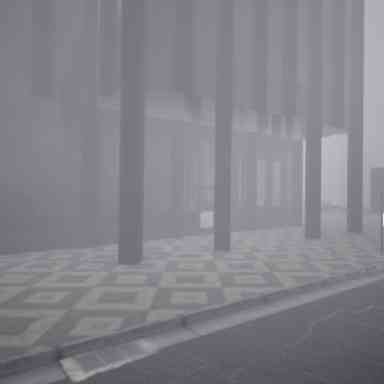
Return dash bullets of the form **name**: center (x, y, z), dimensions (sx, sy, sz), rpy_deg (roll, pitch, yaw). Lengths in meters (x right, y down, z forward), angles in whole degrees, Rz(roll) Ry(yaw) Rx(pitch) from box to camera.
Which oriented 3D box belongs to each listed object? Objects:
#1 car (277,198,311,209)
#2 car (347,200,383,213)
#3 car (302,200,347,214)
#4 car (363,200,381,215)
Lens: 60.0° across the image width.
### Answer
- **car**: center (14.675, 1.602, 48.059), dimensions (1.887, 1.381, 4.507), rpy_deg (1, -1, -36)
- **car**: center (20.974, 1.629, 39.289), dimensions (2.008, 1.369, 4.403), rpy_deg (1, -1, -36)
- **car**: center (14.093, 1.483, 34.259), dimensions (1.887, 1.381, 4.507), rpy_deg (1, -1, -36)
- **car**: center (17.284, 1.476, 29.816), dimensions (1.752, 1.417, 4.829), rpy_deg (1, -1, -36)
